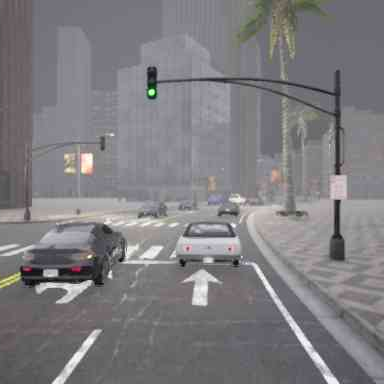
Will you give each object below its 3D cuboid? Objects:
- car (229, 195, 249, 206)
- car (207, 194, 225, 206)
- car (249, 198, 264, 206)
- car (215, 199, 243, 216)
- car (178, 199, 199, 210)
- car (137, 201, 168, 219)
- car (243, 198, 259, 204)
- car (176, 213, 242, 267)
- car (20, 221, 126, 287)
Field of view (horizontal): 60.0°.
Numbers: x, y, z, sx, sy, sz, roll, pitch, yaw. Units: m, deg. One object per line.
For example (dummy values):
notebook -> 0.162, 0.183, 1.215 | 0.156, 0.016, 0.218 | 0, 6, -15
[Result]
car -> 8.184, 1.469, 60.090 | 2.150, 2.045, 5.566 | 0, 0, 22
car -> 4.435, 1.456, 59.420 | 2.150, 2.045, 5.566 | 0, 0, 21
car -> 11.669, 1.804, 60.056 | 2.033, 1.411, 5.357 | 0, 0, 22
car -> 3.846, 1.690, 33.933 | 1.994, 1.385, 4.181 | 0, 0, 12
car -> -0.442, 1.668, 44.506 | 1.837, 1.490, 4.892 | 0, 0, 15
car -> -3.567, 1.605, 30.940 | 1.837, 1.490, 4.892 | 0, 0, 11
car -> 12.412, 1.852, 69.898 | 1.895, 1.301, 4.718 | 0, 0, 27
car -> 0.622, 1.633, 11.590 | 1.895, 1.301, 4.718 | 0, 0, 4
car -> -3.044, 1.548, 9.290 | 1.812, 1.442, 4.674 | 0, 0, -2
